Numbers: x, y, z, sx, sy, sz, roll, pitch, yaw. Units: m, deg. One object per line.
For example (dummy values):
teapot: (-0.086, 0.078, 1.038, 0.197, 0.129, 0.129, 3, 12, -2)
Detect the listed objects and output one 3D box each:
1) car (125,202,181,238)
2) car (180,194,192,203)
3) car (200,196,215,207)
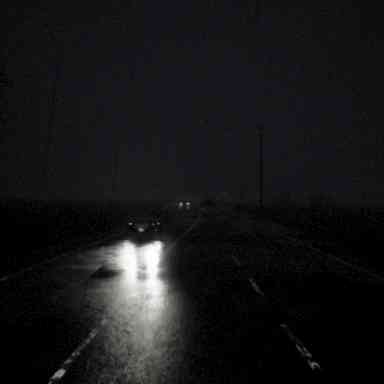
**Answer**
car: (-2.110, 1.494, 17.816, 2.128, 1.511, 4.902, 0, 0, 6)
car: (-1.561, 1.513, 69.937, 1.812, 1.442, 4.674, 0, 0, -1)
car: (2.343, 1.391, 51.205, 2.097, 1.767, 4.553, 0, 0, -1)
